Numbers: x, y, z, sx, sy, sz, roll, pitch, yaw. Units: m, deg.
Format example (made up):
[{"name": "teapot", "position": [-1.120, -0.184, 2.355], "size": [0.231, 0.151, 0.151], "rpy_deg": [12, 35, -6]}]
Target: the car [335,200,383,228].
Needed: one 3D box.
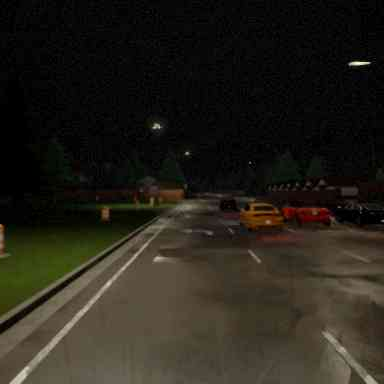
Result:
[{"name": "car", "position": [11.083, 1.454, 21.668], "size": [2.128, 1.511, 4.902], "rpy_deg": [0, 0, 0]}]

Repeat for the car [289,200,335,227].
[{"name": "car", "position": [7.589, 1.306, 22.636], "size": [2.097, 1.767, 4.553], "rpy_deg": [0, 0, 0]}]

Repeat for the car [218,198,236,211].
[{"name": "car", "position": [4.205, 1.400, 39.586], "size": [2.128, 1.511, 4.902], "rpy_deg": [0, 0, 0]}]

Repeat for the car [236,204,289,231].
[{"name": "car", "position": [4.072, 1.433, 20.104], "size": [1.882, 1.535, 5.008], "rpy_deg": [0, 0, 0]}]

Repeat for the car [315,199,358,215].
[{"name": "car", "position": [14.667, 1.482, 34.142], "size": [2.033, 1.411, 5.357], "rpy_deg": [0, 0, 0]}]
